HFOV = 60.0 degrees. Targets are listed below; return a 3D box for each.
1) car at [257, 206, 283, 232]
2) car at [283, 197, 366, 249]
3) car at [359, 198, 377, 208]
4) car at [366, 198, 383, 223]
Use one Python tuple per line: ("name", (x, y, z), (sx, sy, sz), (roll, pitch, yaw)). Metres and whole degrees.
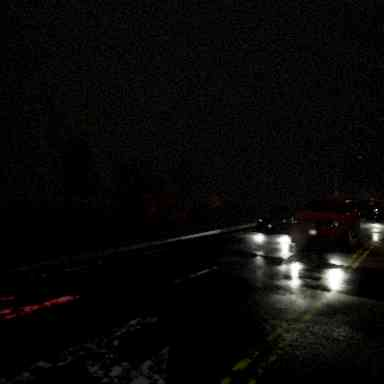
("car", (5.566, 1.583, 20.075), (1.812, 1.442, 4.674), (0, 0, 34))
("car", (6.384, 1.281, 15.515), (2.150, 2.045, 5.566), (0, -1, 35))
("car", (27.883, 1.703, 52.602), (1.882, 1.535, 5.008), (0, 0, 35))
("car", (14.463, 1.471, 27.311), (2.097, 1.767, 4.553), (0, 0, 35))
